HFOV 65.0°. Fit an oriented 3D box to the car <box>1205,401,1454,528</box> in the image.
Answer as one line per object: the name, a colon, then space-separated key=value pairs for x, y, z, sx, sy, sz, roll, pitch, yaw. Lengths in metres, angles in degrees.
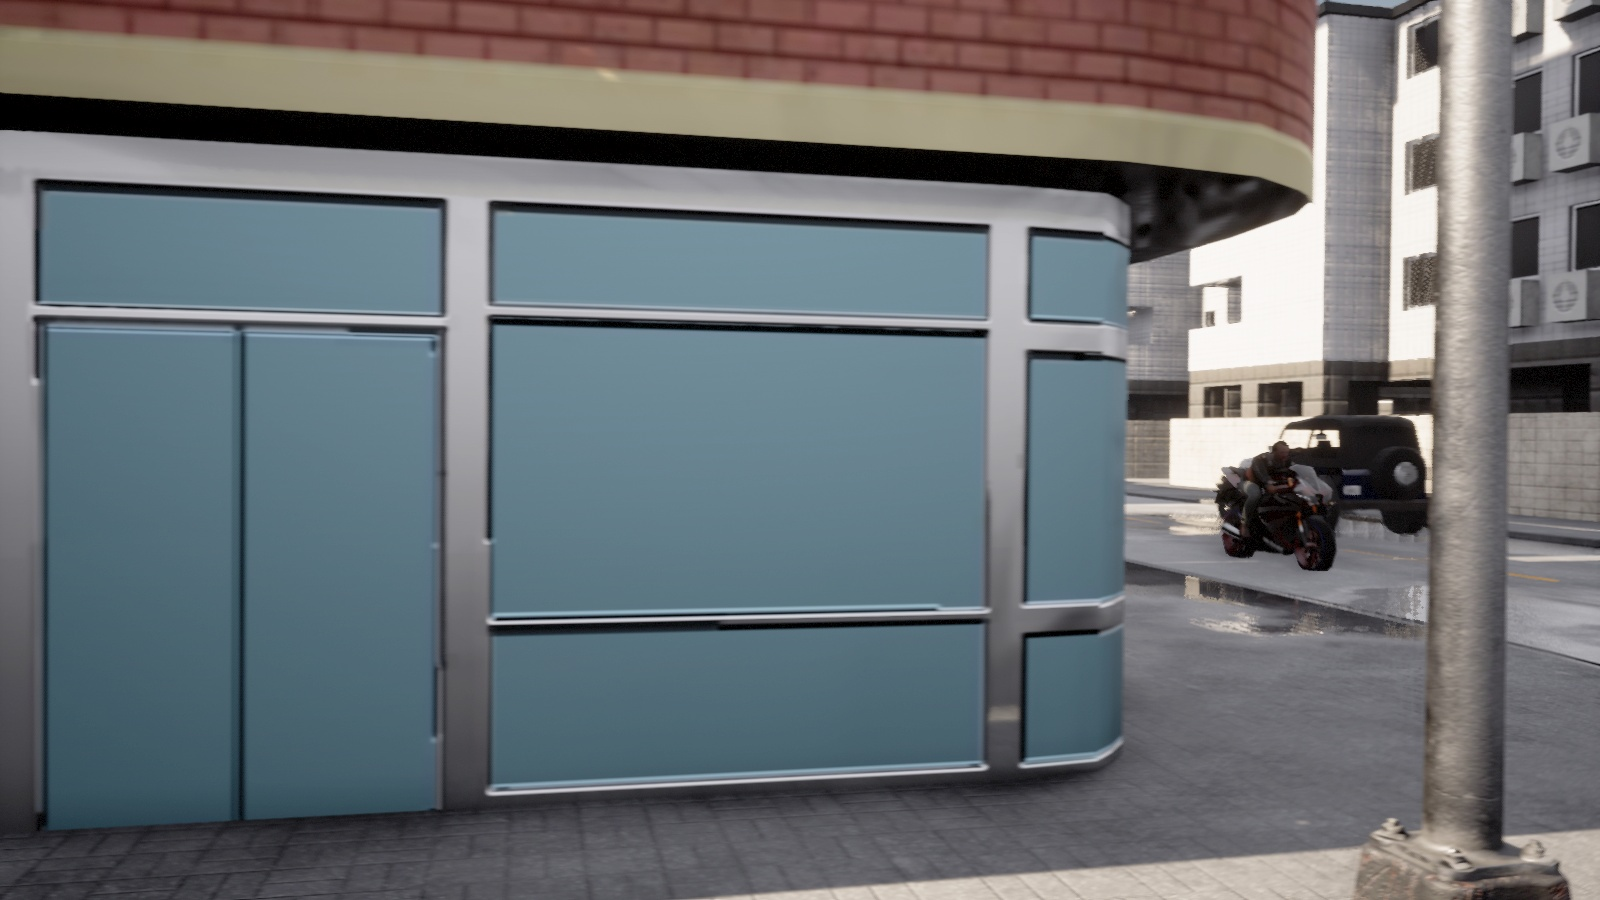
car: x=8.615 y=0.187 z=20.829 sx=1.905 sy=1.878 sz=3.866 roll=-1 pitch=1 yaw=-13

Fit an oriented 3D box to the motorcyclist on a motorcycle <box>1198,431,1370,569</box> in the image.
motorcyclist on a motorcycle: x=5.776 y=0.543 z=15.166 sx=0.866 sy=1.530 sz=2.191 roll=-1 pitch=1 yaw=-12
